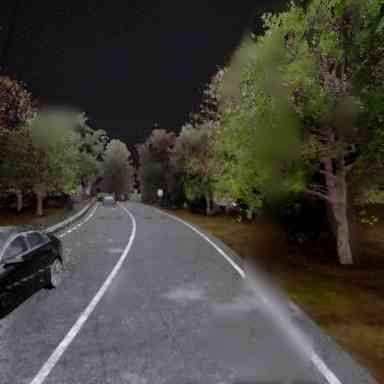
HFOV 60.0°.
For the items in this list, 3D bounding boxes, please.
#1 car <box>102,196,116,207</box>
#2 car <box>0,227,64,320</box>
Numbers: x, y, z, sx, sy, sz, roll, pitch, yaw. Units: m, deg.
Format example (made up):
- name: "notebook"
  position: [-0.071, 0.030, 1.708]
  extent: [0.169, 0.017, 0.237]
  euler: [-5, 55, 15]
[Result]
- name: "car"
  position: [-11.669, 1.270, 46.839]
  extent: [1.812, 1.442, 4.674]
  euler: [1, 0, -14]
- name: "car"
  position: [-3.912, 1.470, 6.182]
  extent: [2.128, 1.511, 4.902]
  euler: [0, 0, -4]
